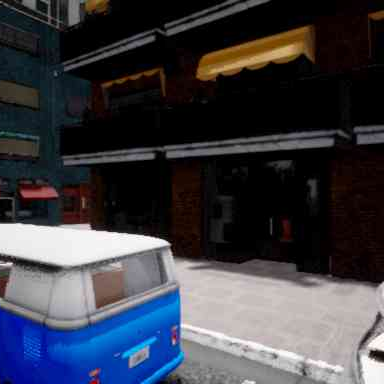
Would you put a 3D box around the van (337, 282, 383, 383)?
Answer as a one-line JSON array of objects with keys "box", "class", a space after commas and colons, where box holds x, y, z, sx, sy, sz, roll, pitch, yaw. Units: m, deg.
[{"box": [2.539, 1.326, 1.052, 3.998, 1.788, 1.690, -1, 0, 35], "class": "van"}]

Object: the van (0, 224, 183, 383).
[{"box": [-2.023, 1.375, 4.303, 3.998, 1.788, 1.690, -1, 0, 35], "class": "van"}]
